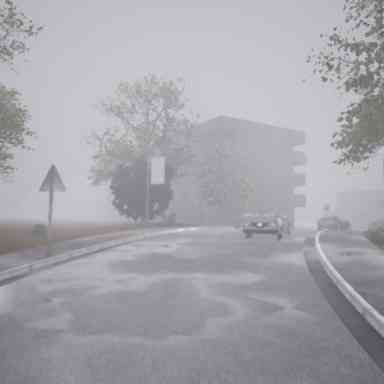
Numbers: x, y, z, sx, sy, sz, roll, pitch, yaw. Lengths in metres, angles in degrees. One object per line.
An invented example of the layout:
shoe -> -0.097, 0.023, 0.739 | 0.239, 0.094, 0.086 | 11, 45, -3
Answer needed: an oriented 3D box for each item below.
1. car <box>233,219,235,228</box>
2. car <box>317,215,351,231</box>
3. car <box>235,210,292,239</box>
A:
car -> 4.979, 2.255, 26.631 | 1.812, 1.442, 4.674 | -3, -7, 33
car -> 13.771, 3.056, 32.109 | 2.128, 1.511, 4.902 | -3, -8, 43
car -> 4.123, 1.660, 17.798 | 2.033, 1.411, 5.357 | -1, -3, 23
